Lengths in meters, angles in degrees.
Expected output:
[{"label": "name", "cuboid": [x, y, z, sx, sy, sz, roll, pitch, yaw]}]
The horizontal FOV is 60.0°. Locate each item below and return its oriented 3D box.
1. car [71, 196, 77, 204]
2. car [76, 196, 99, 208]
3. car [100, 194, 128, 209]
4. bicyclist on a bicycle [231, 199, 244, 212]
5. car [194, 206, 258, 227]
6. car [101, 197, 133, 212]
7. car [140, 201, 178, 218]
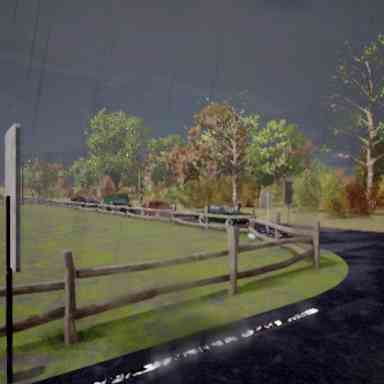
[{"label": "car", "cuboid": [-20.464, 1.474, 60.136, 1.882, 1.535, 5.008, 0, 0, -35]}, {"label": "car", "cuboid": [-13.852, 1.572, 45.449, 1.994, 1.385, 4.181, 0, 0, -34]}, {"label": "car", "cuboid": [-10.449, 1.226, 45.638, 2.150, 2.045, 5.566, 0, 0, -35]}, {"label": "bicyclist on a bicycle", "cuboid": [4.046, 1.440, 29.957, 1.656, 1.620, 0.582, -1, 0, -35]}, {"label": "car", "cuboid": [2.163, 1.592, 22.173, 1.895, 1.301, 4.718, 0, 0, -35]}, {"label": "car", "cuboid": [-8.183, 1.572, 37.175, 1.994, 1.385, 4.181, 0, 0, -35]}, {"label": "car", "cuboid": [-3.009, 1.528, 29.665, 1.812, 1.442, 4.674, 0, 0, -35]}]
